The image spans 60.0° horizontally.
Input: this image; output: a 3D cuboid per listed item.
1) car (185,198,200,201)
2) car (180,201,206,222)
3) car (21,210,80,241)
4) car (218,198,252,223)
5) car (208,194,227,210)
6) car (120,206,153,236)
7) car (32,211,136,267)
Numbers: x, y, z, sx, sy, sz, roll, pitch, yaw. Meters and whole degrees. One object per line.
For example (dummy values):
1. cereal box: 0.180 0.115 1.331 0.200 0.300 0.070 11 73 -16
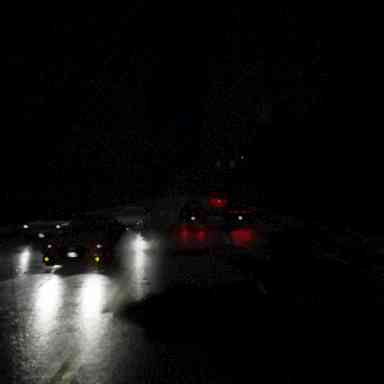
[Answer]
1. car: 0.074 1.494 44.389 2.128 1.511 4.902 0 0 0
2. car: 0.087 1.591 26.075 1.895 1.301 4.718 0 0 0
3. car: -6.528 1.594 16.655 1.895 1.301 4.718 0 0 0
4. car: 3.302 1.496 25.084 1.837 1.490 4.892 0 1 0
5. car: 3.308 1.223 42.685 2.150 2.045 5.566 0 0 0
6. car: -3.259 1.520 18.565 1.812 1.442 4.674 0 0 0
7. car: -3.343 1.557 11.260 1.994 1.385 4.181 0 0 0
